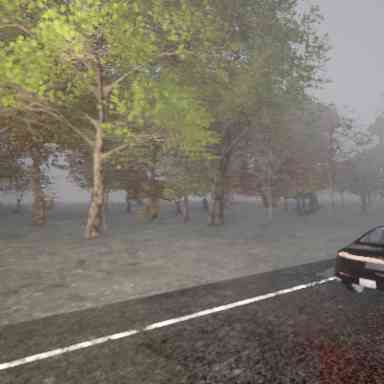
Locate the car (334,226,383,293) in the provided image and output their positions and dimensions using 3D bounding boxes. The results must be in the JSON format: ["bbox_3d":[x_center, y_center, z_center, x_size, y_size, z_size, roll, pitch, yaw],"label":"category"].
[{"bbox_3d":[5.248,1.488,7.612,4.902,1.511,2.128,0,0,-36],"label":"car"}]
